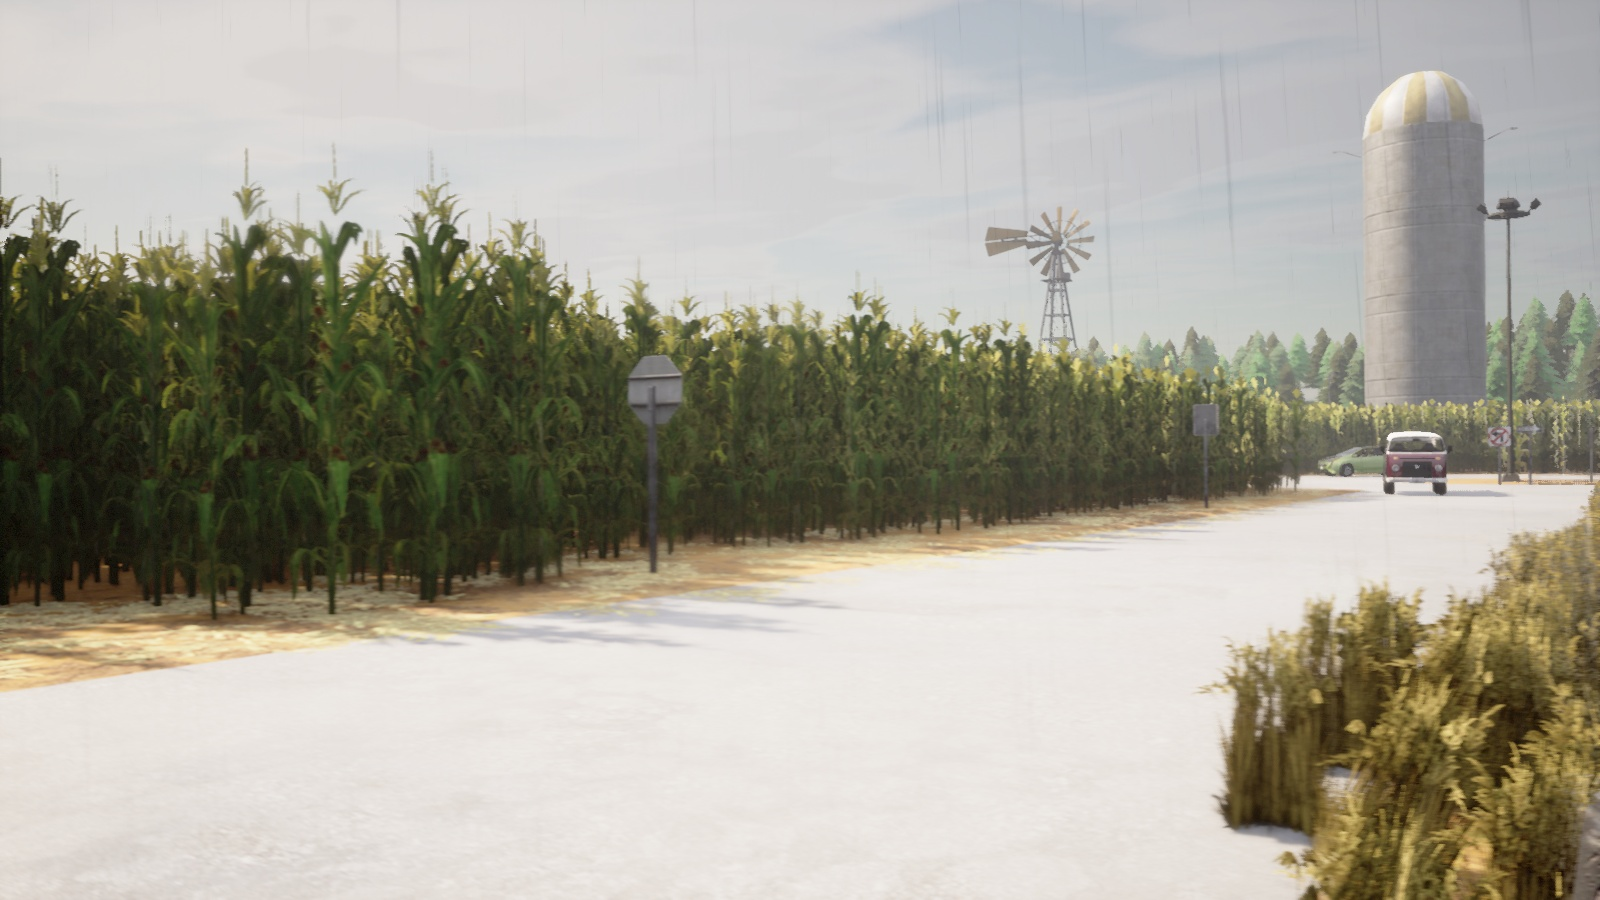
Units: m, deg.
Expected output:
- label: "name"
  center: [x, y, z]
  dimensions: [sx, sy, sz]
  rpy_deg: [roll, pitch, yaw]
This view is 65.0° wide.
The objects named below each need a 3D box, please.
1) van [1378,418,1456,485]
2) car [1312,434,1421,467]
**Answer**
- label: "van"
  center: [20.059, 0.044, 40.995]
  dimensions: [2.069, 2.038, 4.480]
  rpy_deg: [-1, 0, 24]
- label: "car"
  center: [28.373, 0.026, 63.009]
  dimensions: [4.514, 1.525, 2.007]
  rpy_deg: [-2, 0, -3]
